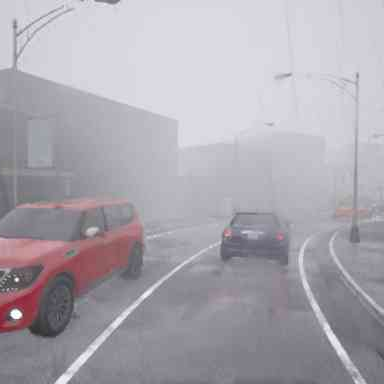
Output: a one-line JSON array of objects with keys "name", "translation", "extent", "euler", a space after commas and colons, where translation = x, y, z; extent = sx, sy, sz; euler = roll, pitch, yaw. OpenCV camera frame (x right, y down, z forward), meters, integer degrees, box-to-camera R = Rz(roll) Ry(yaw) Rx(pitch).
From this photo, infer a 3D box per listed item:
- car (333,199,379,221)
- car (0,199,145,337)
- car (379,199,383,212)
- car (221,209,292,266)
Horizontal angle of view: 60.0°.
[{"name": "car", "translation": [14.631, 1.554, 29.960], "extent": [4.553, 1.767, 2.097], "euler": [1, 1, -43]}, {"name": "car", "translation": [-2.735, 1.188, 7.075], "extent": [2.150, 2.045, 5.566], "euler": [0, 0, 11]}, {"name": "car", "translation": [22.069, 1.638, 40.246], "extent": [4.553, 1.767, 2.097], "euler": [1, 1, -34]}, {"name": "car", "translation": [2.479, 1.377, 12.096], "extent": [2.097, 1.767, 4.553], "euler": [1, 0, 17]}]
